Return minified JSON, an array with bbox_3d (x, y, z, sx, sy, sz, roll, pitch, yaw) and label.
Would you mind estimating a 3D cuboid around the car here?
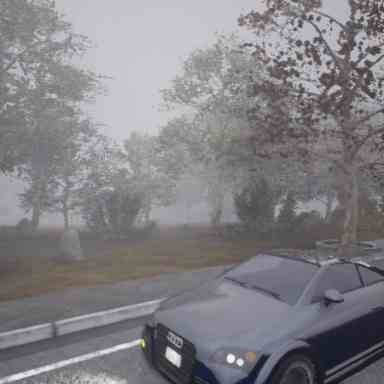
[{"bbox_3d":[1.422,1.570,4.698,4.181,1.385,1.994,0,0,-35],"label":"car"}]
